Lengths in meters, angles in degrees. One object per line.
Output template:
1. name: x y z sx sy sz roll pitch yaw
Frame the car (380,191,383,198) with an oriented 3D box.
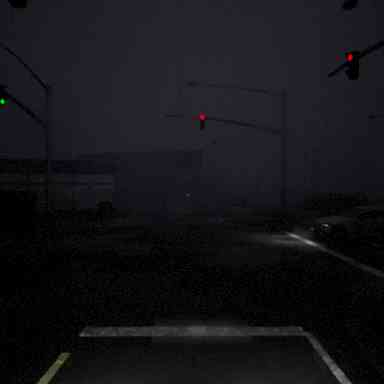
1. car: 39.234 0.494 63.111 5.027 1.636 2.152 0 1 0

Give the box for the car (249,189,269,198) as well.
1. car: 14.013 0.353 69.657 3.866 1.878 1.905 0 1 0

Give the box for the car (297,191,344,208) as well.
1. car: 13.272 0.995 32.083 5.027 1.636 2.152 0 1 0

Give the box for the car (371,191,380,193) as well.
1. car: 38.941 0.506 69.530 3.806 1.475 1.970 0 1 0

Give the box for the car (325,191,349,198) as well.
1. car: 31.910 0.535 73.228 4.514 1.523 2.007 0 1 0

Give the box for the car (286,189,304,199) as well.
1. car: 21.865 0.407 66.333 4.605 1.855 1.932 0 1 0

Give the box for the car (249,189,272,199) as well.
1. car: 13.386 0.672 66.339 3.806 1.475 1.970 0 1 0

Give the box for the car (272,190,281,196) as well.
1. car: 23.914 0.205 92.209 4.553 1.767 2.097 0 1 0

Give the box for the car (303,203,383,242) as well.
1. car: 7.653 1.371 14.715 4.674 1.442 1.812 0 1 0

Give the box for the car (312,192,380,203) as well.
1. car: 13.309 1.037 28.946 4.514 1.523 2.007 0 1 0
